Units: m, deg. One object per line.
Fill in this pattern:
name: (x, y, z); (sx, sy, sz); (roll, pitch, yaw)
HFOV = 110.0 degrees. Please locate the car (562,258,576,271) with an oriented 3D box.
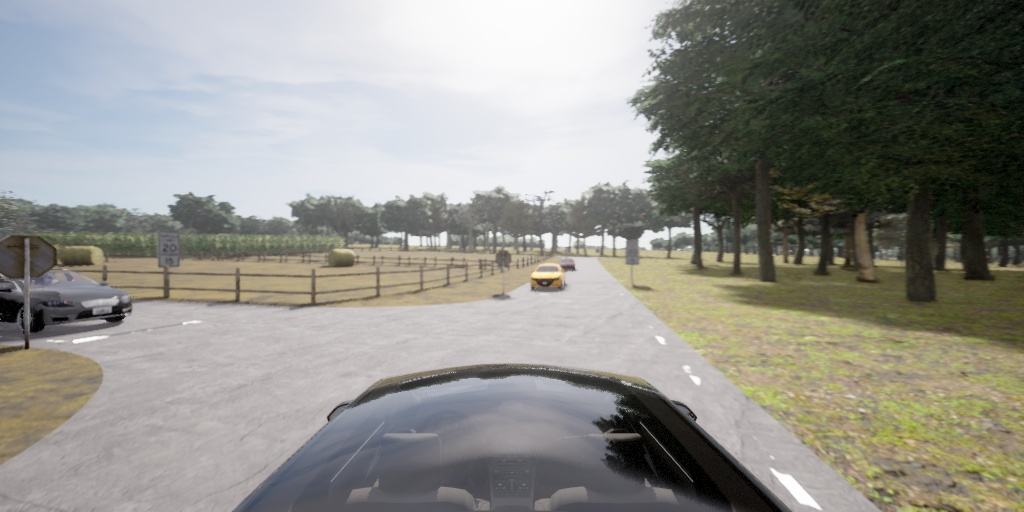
car: (6.822, 1.022, 44.230); (1.882, 1.535, 5.008); (-1, 1, 12)

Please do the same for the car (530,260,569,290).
car: (2.365, 1.237, 22.941); (1.882, 1.535, 5.008); (-1, 1, 12)

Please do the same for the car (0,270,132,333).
car: (-13.140, 1.145, 9.984); (4.902, 1.511, 2.128); (1, 0, 13)
